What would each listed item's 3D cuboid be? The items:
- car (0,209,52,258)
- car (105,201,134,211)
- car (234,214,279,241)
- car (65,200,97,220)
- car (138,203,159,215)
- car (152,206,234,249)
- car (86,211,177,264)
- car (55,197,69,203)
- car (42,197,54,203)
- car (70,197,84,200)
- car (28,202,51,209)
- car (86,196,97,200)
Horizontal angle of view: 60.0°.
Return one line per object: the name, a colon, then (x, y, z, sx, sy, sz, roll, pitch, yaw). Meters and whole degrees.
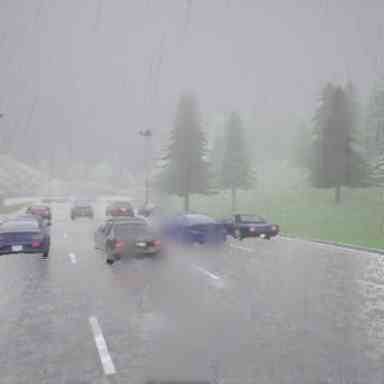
car: (-6.401, 1.608, 12.634, 1.812, 1.442, 4.674, 1, 0, -23)
car: (-7.029, 1.660, 32.080, 2.097, 1.767, 4.553, 1, -1, -23)
car: (2.591, 1.856, 18.336, 1.895, 1.301, 4.718, 1, -1, -23)
car: (-10.351, 1.747, 30.948, 2.128, 1.511, 4.902, 1, -1, -23)
car: (-4.307, 1.895, 34.598, 1.812, 1.442, 4.674, 1, -1, -23)
car: (-0.184, 1.672, 15.904, 1.882, 1.535, 5.008, 1, 0, -23)
car: (-2.534, 1.673, 12.470, 2.033, 1.411, 5.357, 1, -1, -23)
car: (-32.730, 2.176, 83.599, 1.994, 1.385, 4.181, 1, -1, -21)
car: (-35.828, 2.043, 81.933, 1.882, 1.535, 5.008, 1, -1, -21)
car: (-28.979, 2.206, 83.661, 2.033, 1.411, 5.357, 1, -1, -21)
car: (-12.951, 1.792, 28.109, 1.895, 1.301, 4.718, 1, -1, -23)
car: (-25.764, 1.945, 85.058, 2.150, 2.045, 5.566, 1, -1, -21)
